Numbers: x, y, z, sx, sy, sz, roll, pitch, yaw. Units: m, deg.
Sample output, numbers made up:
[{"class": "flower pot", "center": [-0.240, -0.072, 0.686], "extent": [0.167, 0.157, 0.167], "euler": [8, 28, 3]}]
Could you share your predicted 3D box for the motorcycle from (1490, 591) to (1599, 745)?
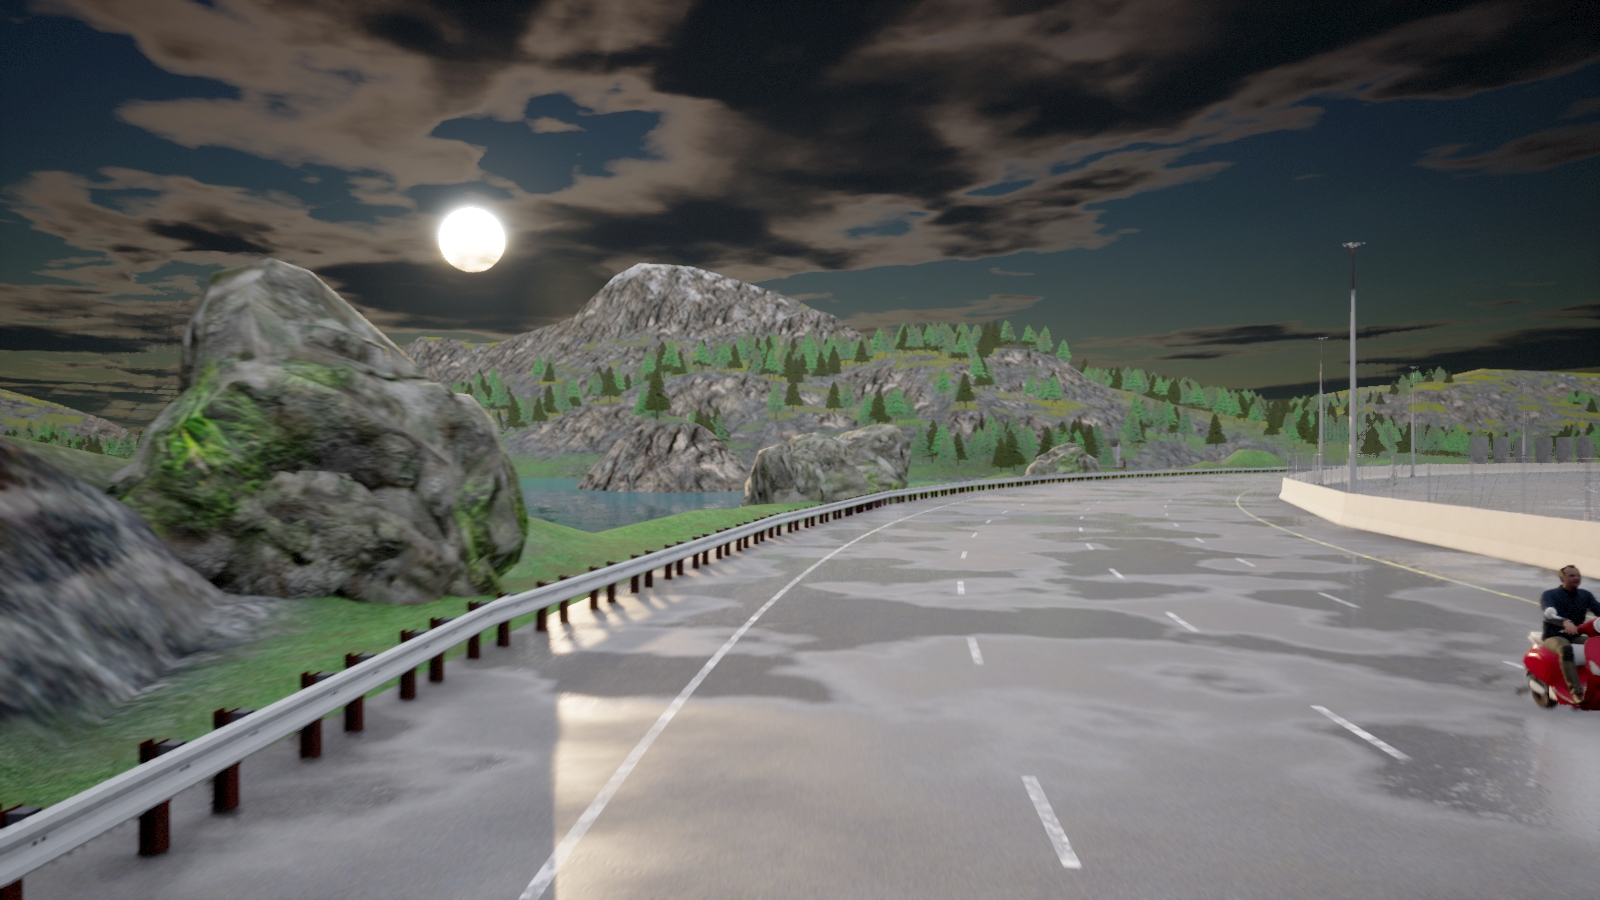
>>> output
[{"class": "motorcycle", "center": [8.059, 2.192, 11.791], "extent": [0.856, 1.236, 1.805], "euler": [-1, 0, 4]}]
